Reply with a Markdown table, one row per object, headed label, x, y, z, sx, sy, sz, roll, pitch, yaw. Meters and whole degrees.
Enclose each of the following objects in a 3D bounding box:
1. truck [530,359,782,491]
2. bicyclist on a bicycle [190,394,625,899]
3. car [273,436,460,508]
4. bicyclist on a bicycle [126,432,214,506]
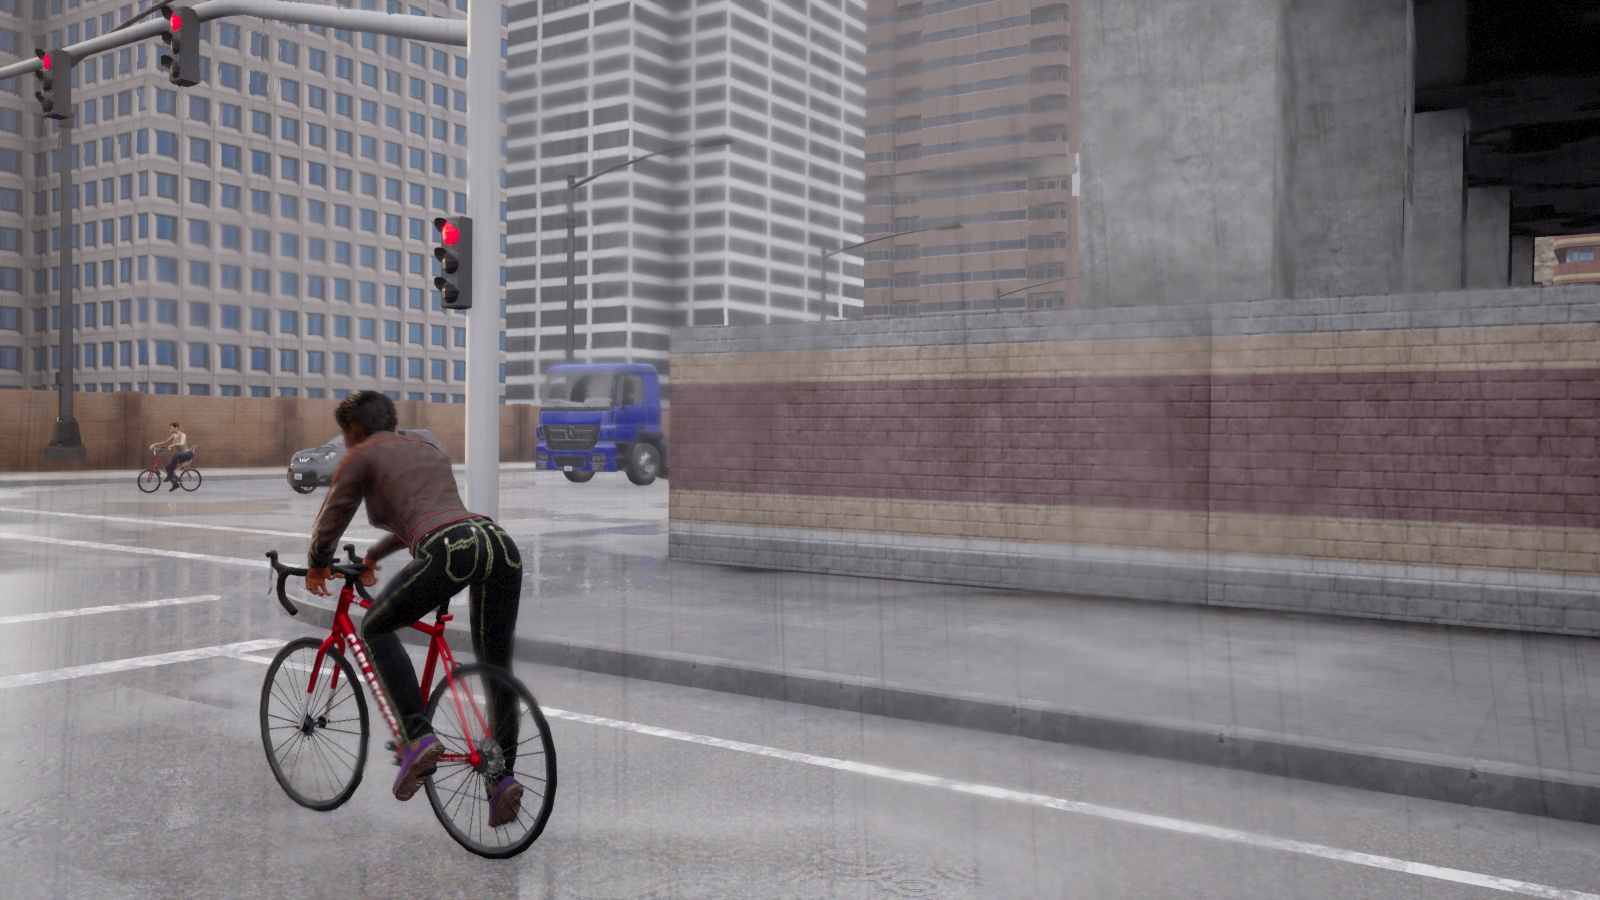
| label | x | y | z | sx | sy | sz | roll | pitch | yaw |
| --- | --- | --- | --- | --- | --- | --- | --- | --- | --- |
| truck | -4.016 | -0.721 | 37.134 | 2.891 | 3.462 | 7.936 | 0 | 1 | 34 |
| bicyclist on a bicycle | -1.472 | 0.635 | 4.599 | 1.656 | 1.620 | 0.582 | 0 | 1 | 34 |
| car | -9.798 | 0.444 | 28.592 | 1.845 | 1.501 | 3.633 | 0 | 1 | 34 |
| bicyclist on a bicycle | -14.201 | 0.410 | 28.329 | 0.866 | 1.612 | 1.509 | 0 | 1 | 34 |
